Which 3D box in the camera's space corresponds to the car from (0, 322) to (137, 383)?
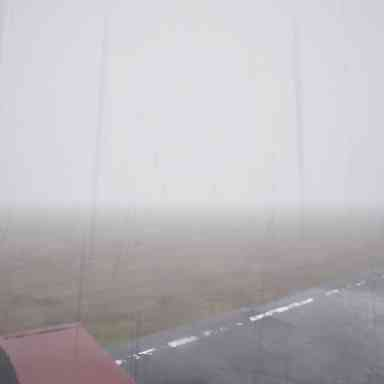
[{"bbox_3d":[-2.585,1.605,1.576,4.718,1.301,1.895,0,0,-35],"label":"car"}]
